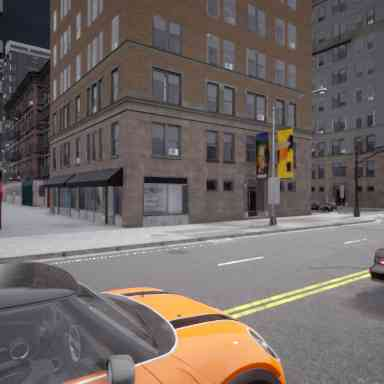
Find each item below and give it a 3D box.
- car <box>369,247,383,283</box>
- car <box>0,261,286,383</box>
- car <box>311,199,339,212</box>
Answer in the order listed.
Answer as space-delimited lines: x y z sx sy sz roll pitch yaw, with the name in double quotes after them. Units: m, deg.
6.459 1.550 8.244 5.357 1.411 2.033 0 0 -37 "car"
-1.346 1.352 2.445 4.553 1.767 2.097 0 0 -37 "car"
13.994 1.536 38.430 2.033 1.411 5.357 0 0 -36 "car"
